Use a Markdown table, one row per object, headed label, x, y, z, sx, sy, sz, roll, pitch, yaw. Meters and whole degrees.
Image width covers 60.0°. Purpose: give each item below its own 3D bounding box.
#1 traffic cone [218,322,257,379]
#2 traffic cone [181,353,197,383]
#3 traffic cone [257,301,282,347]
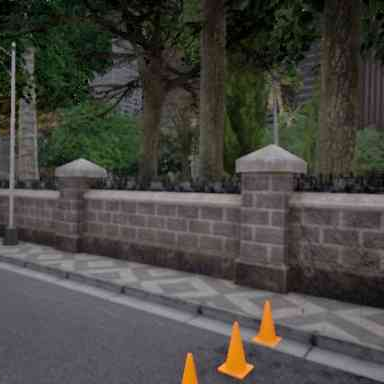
| label | x | y | z | sx | sy | sz | roll | pitch | yaw |
| --- | --- | --- | --- | --- | --- | --- | --- | --- | --- |
| traffic cone | 0.553 | 1.935 | 4.188 | 0.340 | 0.580 | 0.340 | 1 | 0 | 35 |
| traffic cone | -0.026 | 1.935 | 3.373 | 0.340 | 0.580 | 0.340 | 1 | 0 | 35 |
| traffic cone | 1.132 | 1.935 | 5.003 | 0.340 | 0.580 | 0.340 | 1 | 0 | 35 |
